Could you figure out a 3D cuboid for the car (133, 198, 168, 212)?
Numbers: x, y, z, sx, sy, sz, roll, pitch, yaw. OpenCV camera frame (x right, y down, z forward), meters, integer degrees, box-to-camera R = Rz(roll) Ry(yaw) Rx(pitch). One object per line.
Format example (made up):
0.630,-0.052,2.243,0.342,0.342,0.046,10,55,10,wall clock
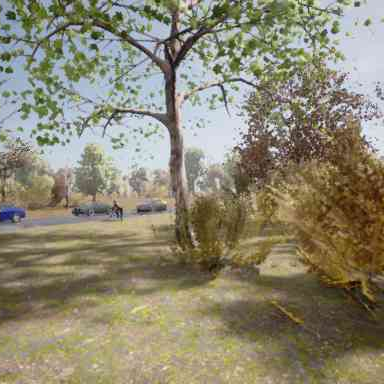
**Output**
-5.137,1.534,41.670,1.882,1.535,5.008,0,0,27,car

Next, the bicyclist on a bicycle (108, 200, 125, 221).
-5.933,1.475,26.076,1.656,1.620,0.582,0,0,27,bicyclist on a bicycle

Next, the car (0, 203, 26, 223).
-14.246,1.545,23.715,1.812,1.442,4.674,0,0,27,car

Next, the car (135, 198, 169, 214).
-4.199,1.607,36.459,1.994,1.385,4.181,0,0,27,car

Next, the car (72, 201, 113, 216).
-9.721,1.602,32.656,1.994,1.385,4.181,0,0,27,car
